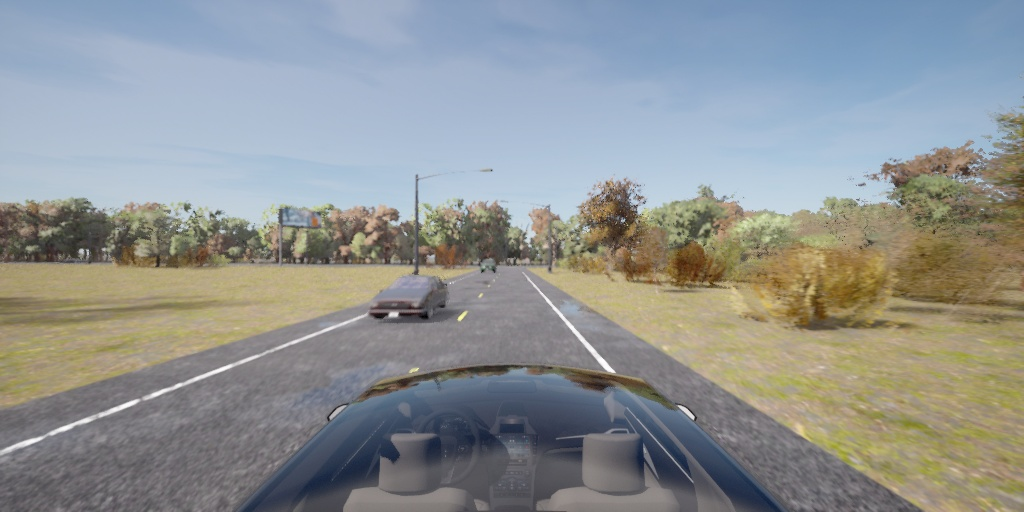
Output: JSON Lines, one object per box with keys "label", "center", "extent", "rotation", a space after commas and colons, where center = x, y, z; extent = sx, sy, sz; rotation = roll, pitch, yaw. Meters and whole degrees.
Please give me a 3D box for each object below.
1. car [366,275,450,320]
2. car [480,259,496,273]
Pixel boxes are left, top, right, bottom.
{"label": "car", "center": [-3.600, 1.432, 13.577], "extent": [2.033, 1.411, 5.357], "rotation": [0, -1, 0]}
{"label": "car", "center": [-3.571, 1.540, 54.528], "extent": [2.150, 2.045, 5.566], "rotation": [0, -1, 0]}
